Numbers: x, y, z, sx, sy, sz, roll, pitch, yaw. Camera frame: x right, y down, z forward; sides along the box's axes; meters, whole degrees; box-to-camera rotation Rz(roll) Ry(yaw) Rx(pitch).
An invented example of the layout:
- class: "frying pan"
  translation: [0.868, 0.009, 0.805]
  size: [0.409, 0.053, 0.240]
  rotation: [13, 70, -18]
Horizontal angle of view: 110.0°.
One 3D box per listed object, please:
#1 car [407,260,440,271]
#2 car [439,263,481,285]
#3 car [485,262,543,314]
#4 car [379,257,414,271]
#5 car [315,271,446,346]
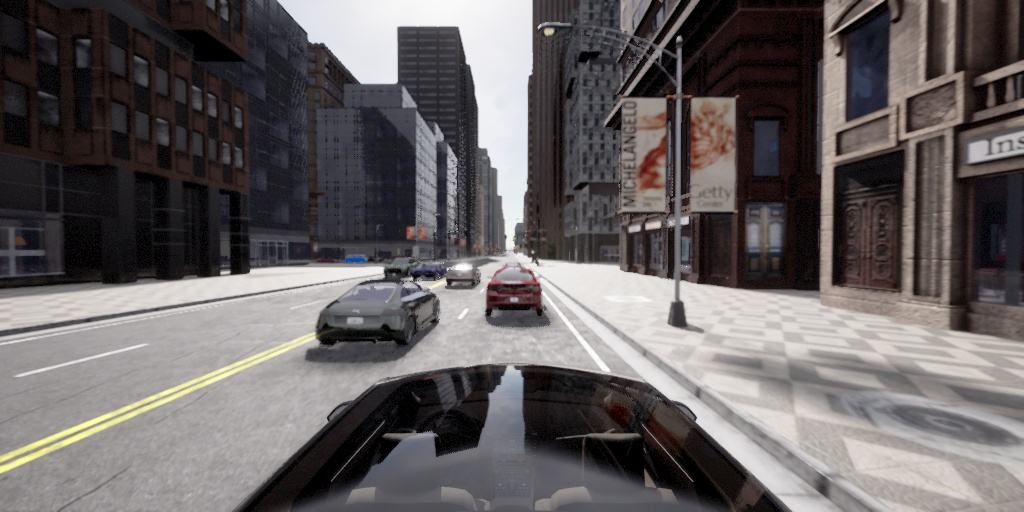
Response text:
- class: "car"
  translation: [-6.610, 1.195, 28.752]
  size: [1.895, 1.301, 4.718]
  rotation: [0, 0, 0]
- class: "car"
  translation: [-3.191, 1.169, 24.305]
  size: [2.033, 1.411, 5.357]
  rotation: [0, 0, 0]
- class: "car"
  translation: [0.082, 1.163, 13.380]
  size: [1.882, 1.535, 5.008]
  rotation: [0, 0, 0]
- class: "car"
  translation: [-9.858, 0.925, 32.221]
  size: [2.097, 1.767, 4.553]
  rotation: [0, 0, 0]
- class: "car"
  translation: [-3.184, 1.272, 9.307]
  size: [1.994, 1.385, 4.181]
  rotation: [0, 0, 0]
